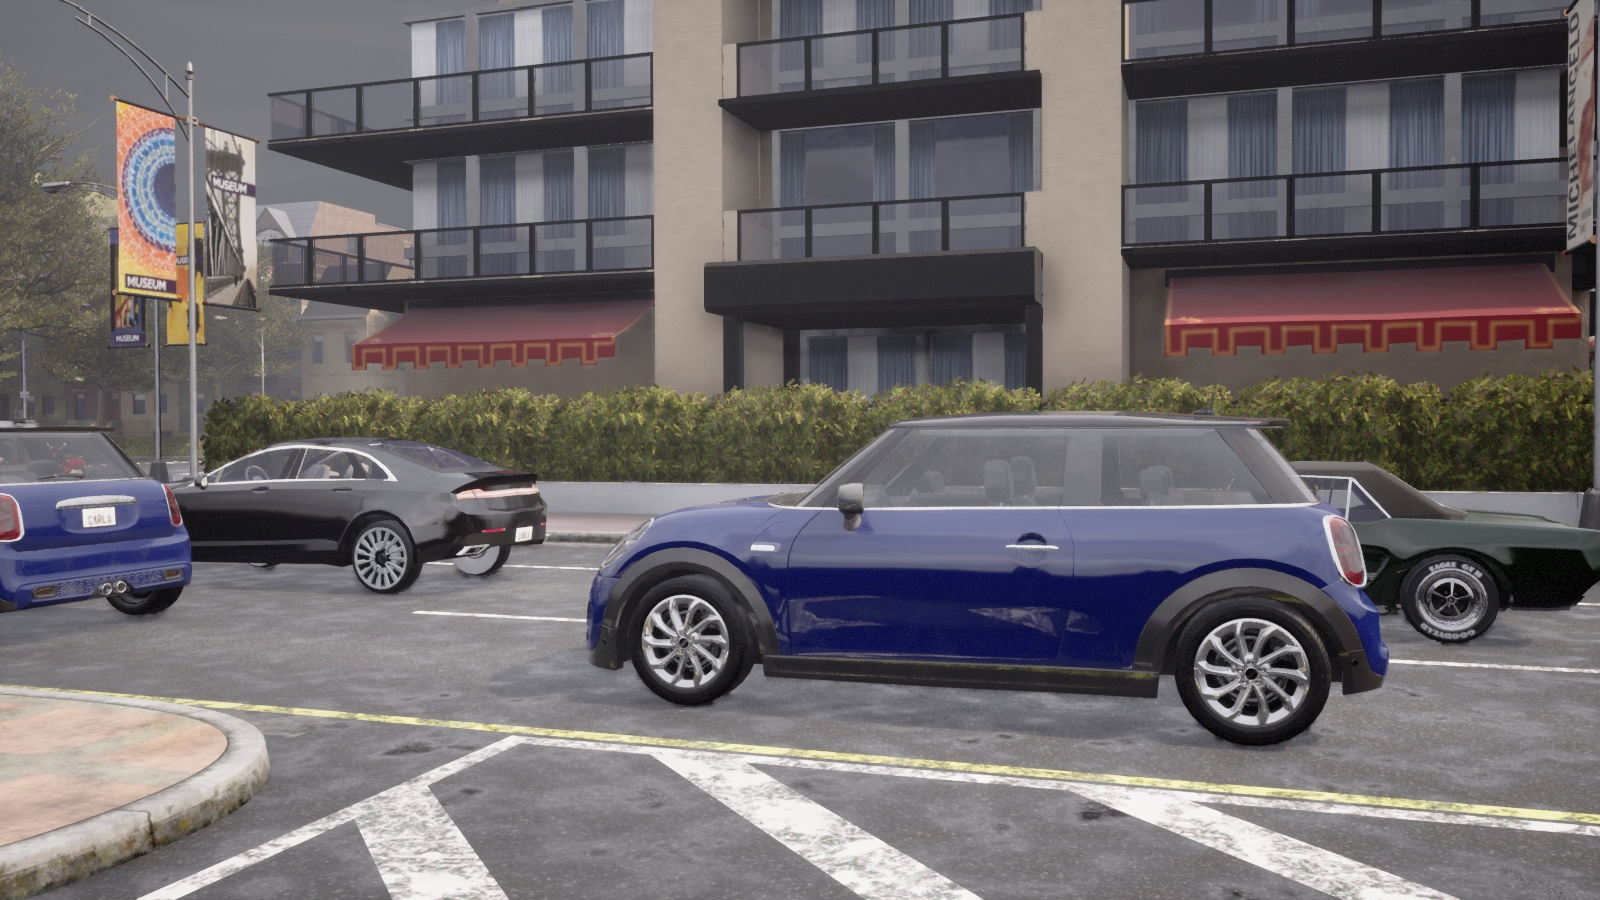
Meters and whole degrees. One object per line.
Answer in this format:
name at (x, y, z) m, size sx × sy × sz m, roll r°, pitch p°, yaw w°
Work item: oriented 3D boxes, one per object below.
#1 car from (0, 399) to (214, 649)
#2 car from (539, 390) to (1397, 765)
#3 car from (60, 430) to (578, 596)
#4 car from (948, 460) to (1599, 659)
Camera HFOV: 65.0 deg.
car at (-7.503, 0.489, 10.465) m, size 4.553 × 1.767 × 2.097 m, roll 1°, pitch 1°, yaw 19°
car at (0.966, 0.567, 7.615) m, size 4.553 × 1.767 × 2.097 m, roll 1°, pitch 1°, yaw 18°
car at (-5.065, 0.550, 13.338) m, size 4.902 × 1.511 × 2.128 m, roll 1°, pitch 1°, yaw 19°
car at (3.746, 0.775, 10.374) m, size 4.718 × 1.301 × 1.895 m, roll 1°, pitch 1°, yaw 19°
